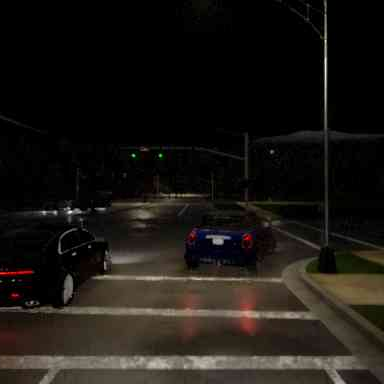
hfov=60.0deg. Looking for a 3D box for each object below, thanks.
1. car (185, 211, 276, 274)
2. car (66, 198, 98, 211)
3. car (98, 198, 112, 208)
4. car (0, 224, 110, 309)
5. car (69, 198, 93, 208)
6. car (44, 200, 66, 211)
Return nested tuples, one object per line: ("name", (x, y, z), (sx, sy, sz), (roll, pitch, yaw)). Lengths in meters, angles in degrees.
("car", (1.455, 1.395, 11.151), (2.097, 1.767, 4.553), (0, 0, 20))
("car", (-14.512, 1.675, 44.131), (1.837, 1.490, 4.892), (0, 0, 1))
("car", (-14.318, 1.712, 53.506), (1.837, 1.490, 4.892), (0, 0, 1))
("car", (-3.351, 1.538, 7.995), (1.837, 1.490, 4.892), (0, 0, 1))
("car", (-17.803, 1.699, 53.782), (2.128, 1.511, 4.902), (0, 0, 1))
("car", (-18.003, 1.774, 44.701), (1.895, 1.301, 4.718), (0, 0, 1))
